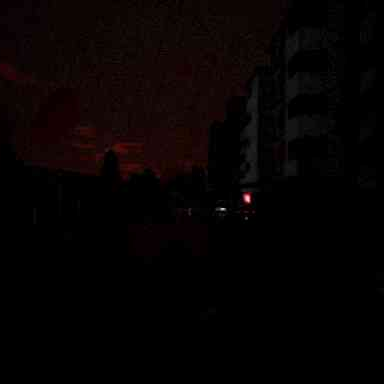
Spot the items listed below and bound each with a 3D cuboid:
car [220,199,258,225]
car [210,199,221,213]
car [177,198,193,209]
[{"bbox_3d":[3.528,1.520,24.176,2.128,1.511,4.902,1,0,-1],"label":"car"},{"bbox_3d":[3.239,1.526,37.936,1.837,1.490,4.892,1,0,-1],"label":"car"},{"bbox_3d":[-0.962,1.533,45.464,1.994,1.385,4.181,1,0,-1],"label":"car"}]
